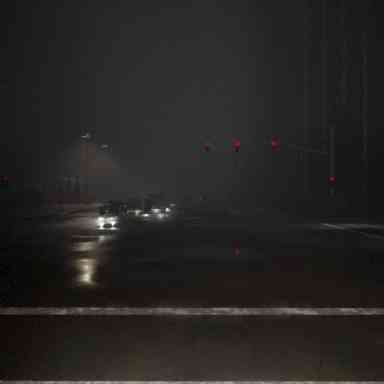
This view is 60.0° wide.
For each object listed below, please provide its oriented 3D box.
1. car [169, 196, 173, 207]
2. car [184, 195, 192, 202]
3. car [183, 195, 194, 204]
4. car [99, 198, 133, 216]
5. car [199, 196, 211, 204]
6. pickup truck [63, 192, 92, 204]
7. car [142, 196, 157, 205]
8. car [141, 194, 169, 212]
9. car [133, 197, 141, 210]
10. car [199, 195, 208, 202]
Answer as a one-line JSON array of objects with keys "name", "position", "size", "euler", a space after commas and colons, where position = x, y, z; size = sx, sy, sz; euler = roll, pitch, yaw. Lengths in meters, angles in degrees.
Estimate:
[{"name": "car", "position": [-4.268, 1.601, 48.455], "size": [1.895, 1.301, 4.718], "euler": [0, 0, -1]}, {"name": "car", "position": [-0.938, 1.478, 75.392], "size": [1.882, 1.535, 5.008], "euler": [0, 0, -1]}, {"name": "car", "position": [-0.741, 1.352, 65.389], "size": [2.097, 1.767, 4.553], "euler": [0, 0, -1]}, {"name": "car", "position": [-7.696, 1.491, 32.875], "size": [2.128, 1.511, 4.902], "euler": [0, 0, 2]}, {"name": "car", "position": [2.765, 1.491, 64.803], "size": [2.128, 1.511, 4.902], "euler": [0, 0, -1]}, {"name": "pickup truck", "position": [-20.910, 1.059, 60.027], "size": [2.390, 2.098, 6.274], "euler": [0, 0, 30]}, {"name": "car", "position": [-7.864, 1.492, 62.068], "size": [2.128, 1.511, 4.902], "euler": [0, 0, 0]}, {"name": "car", "position": [-4.176, 1.221, 38.508], "size": [2.150, 2.045, 5.566], "euler": [0, 0, -1]}, {"name": "car", "position": [-7.730, 1.478, 43.888], "size": [1.882, 1.535, 5.008], "euler": [0, 0, -1]}, {"name": "car", "position": [2.564, 1.524, 75.187], "size": [1.812, 1.442, 4.674], "euler": [0, 0, -1]}]
